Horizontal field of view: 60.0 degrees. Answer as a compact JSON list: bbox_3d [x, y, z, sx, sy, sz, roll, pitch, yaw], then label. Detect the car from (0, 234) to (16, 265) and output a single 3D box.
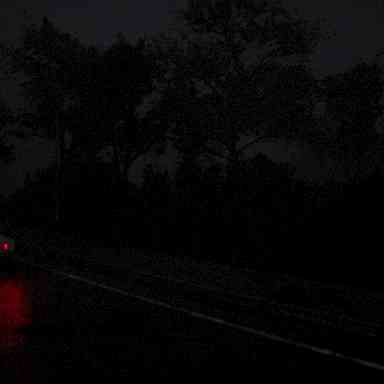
[{"bbox_3d":[-7.240,1.509,10.180,4.718,1.301,1.895,1,0,42],"label":"car"}]
